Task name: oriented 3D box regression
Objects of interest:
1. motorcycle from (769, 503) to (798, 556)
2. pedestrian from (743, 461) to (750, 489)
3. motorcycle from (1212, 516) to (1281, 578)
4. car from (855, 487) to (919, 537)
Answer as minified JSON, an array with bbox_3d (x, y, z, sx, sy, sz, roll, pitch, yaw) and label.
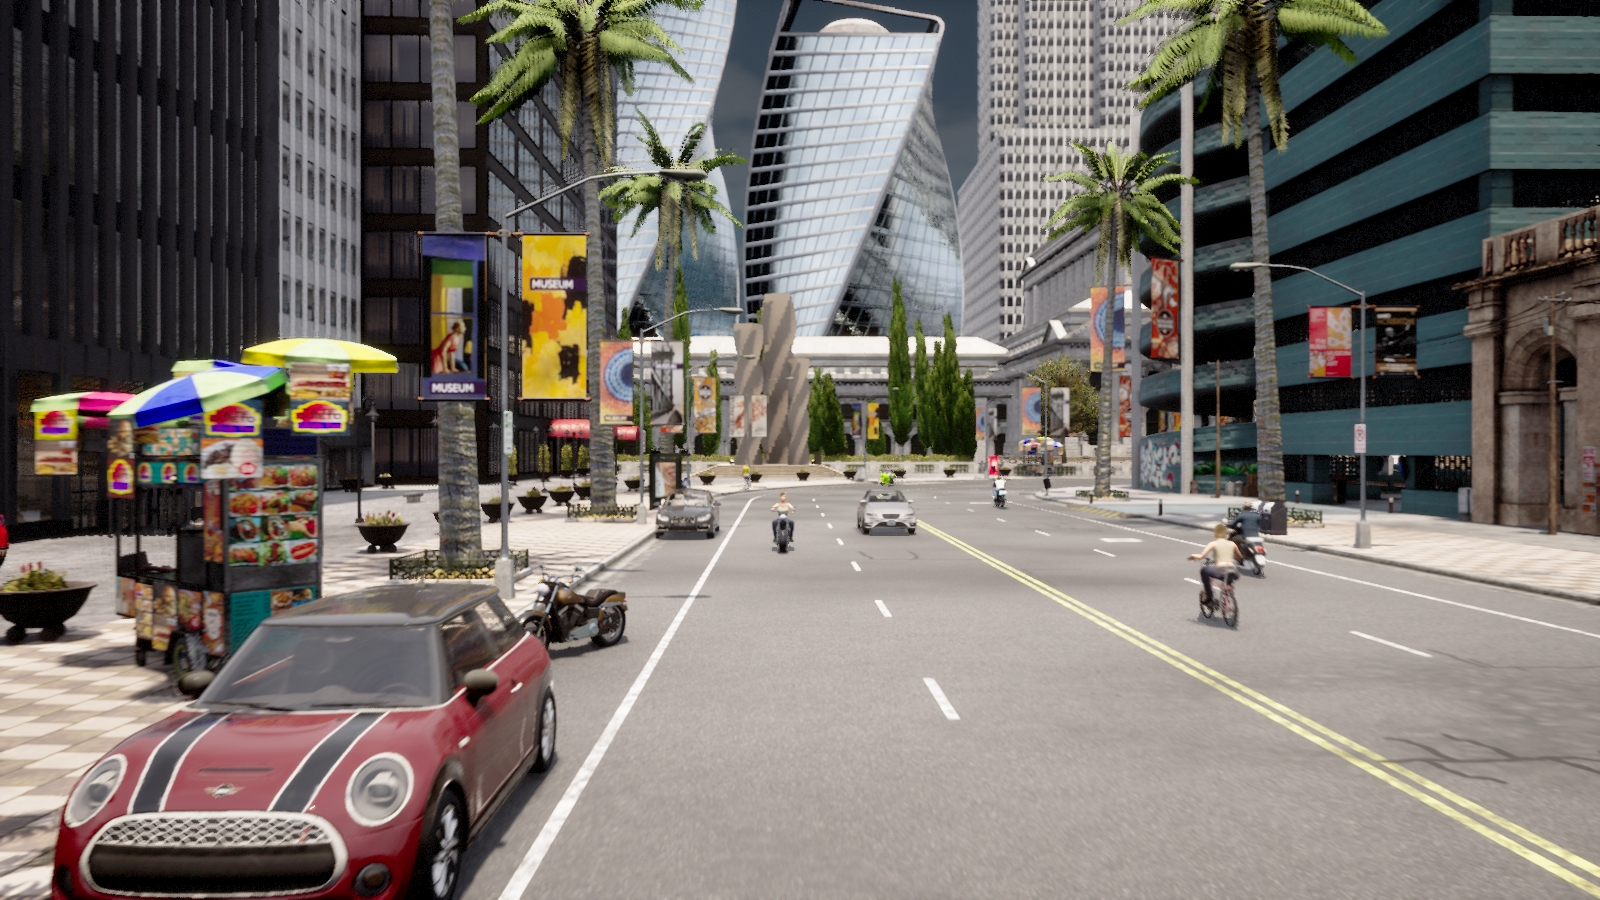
[{"bbox_3d":[-0.466,2.168,31.545,0.764,1.277,2.356,0,0,-1],"label":"motorcycle"},{"bbox_3d":[-3.586,1.691,76.469,0.375,1.860,0.375,0,0,17],"label":"pedestrian"},{"bbox_3d":[10.122,2.180,25.970,0.856,1.236,1.805,0,0,-1],"label":"motorcycle"},{"bbox_3d":[2.912,2.063,38.993,1.816,1.474,4.193,0,0,-1],"label":"car"}]
